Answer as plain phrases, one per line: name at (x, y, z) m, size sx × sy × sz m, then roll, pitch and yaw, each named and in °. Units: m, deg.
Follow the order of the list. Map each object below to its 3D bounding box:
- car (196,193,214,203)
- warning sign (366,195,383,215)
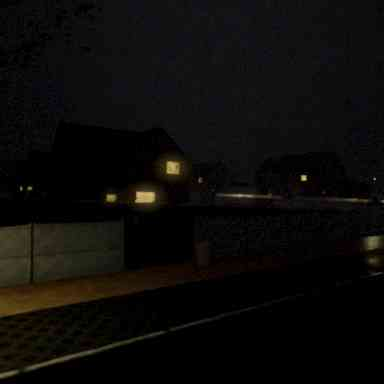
car at (1.305, 0.960, 49.138) m, size 2.097 × 1.767 × 4.553 m, roll 1°, pitch 0°, yaw -36°
warning sign at (17.259, 1.177, 31.361) m, size 1.300 × 1.860 × 1.060 m, roll 0°, pitch 0°, yaw -36°
